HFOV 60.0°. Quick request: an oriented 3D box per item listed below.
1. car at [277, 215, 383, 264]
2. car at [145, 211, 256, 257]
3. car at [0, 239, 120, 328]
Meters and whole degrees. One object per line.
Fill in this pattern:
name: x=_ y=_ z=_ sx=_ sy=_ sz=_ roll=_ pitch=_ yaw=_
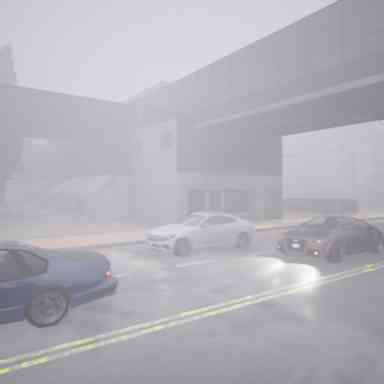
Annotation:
car: x=4.955 y=1.533 z=11.802 sx=4.181 sy=1.385 sz=1.994 roll=0 pitch=0 yaw=-35
car: x=0.456 y=1.503 z=12.895 sx=4.674 sy=1.442 sz=1.812 roll=0 pitch=0 yaw=-35
car: x=-3.962 y=1.548 z=5.449 sx=5.357 sy=1.411 sz=2.033 roll=0 pitch=0 yaw=-35
